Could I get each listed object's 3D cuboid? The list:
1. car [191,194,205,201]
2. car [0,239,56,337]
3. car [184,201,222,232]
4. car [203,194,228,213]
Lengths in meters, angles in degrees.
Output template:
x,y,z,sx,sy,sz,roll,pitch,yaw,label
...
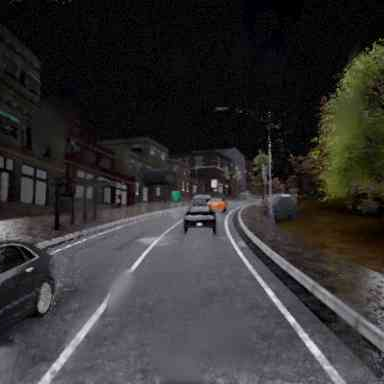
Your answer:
x,y,z,sx,sy,sz,roll,pitch,yaw,label
1.311,1.320,47.427,2.150,2.045,5.566,-2,-1,15,car
-3.568,1.513,4.615,1.837,1.490,4.892,0,0,0,car
0.564,1.516,20.276,2.128,1.511,4.902,0,0,4,car
2.958,1.370,37.959,2.097,1.767,4.553,-1,0,11,car
